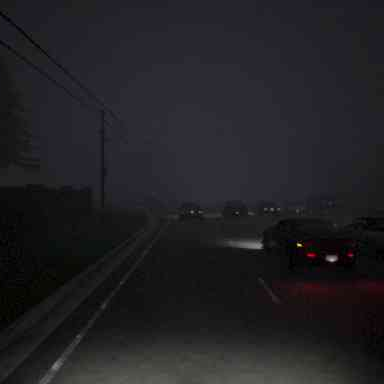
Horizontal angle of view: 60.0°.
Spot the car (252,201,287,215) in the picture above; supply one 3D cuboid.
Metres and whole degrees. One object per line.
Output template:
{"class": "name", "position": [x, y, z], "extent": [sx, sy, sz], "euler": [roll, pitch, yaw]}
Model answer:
{"class": "car", "position": [7.110, 1.575, 31.978], "extent": [2.033, 1.411, 5.357], "euler": [0, 0, 0]}

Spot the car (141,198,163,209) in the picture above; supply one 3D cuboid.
{"class": "car", "position": [-5.515, 1.565, 45.906], "extent": [1.812, 1.442, 4.674], "euler": [0, 0, -27]}

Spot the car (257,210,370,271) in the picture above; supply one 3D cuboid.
{"class": "car", "position": [3.604, 1.536, 10.865], "extent": [1.812, 1.442, 4.674], "euler": [0, 0, 0]}

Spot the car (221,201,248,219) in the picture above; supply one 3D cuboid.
{"class": "car", "position": [3.610, 1.501, 28.933], "extent": [1.882, 1.535, 5.008], "euler": [0, 0, 0]}

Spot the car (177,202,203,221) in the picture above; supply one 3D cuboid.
{"class": "car", "position": [-0.192, 1.569, 27.645], "extent": [2.033, 1.411, 5.357], "euler": [0, 0, -5]}

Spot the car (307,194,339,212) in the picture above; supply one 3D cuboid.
{"class": "car", "position": [14.111, 1.254, 36.618], "extent": [2.150, 2.045, 5.566], "euler": [0, 0, 0]}

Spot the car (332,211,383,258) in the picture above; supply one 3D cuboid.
{"class": "car", "position": [7.103, 1.613, 12.860], "extent": [1.895, 1.301, 4.718], "euler": [0, 0, 0]}

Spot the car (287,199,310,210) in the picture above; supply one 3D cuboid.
{"class": "car", "position": [10.612, 1.632, 35.635], "extent": [1.895, 1.301, 4.718], "euler": [0, 0, 0]}
